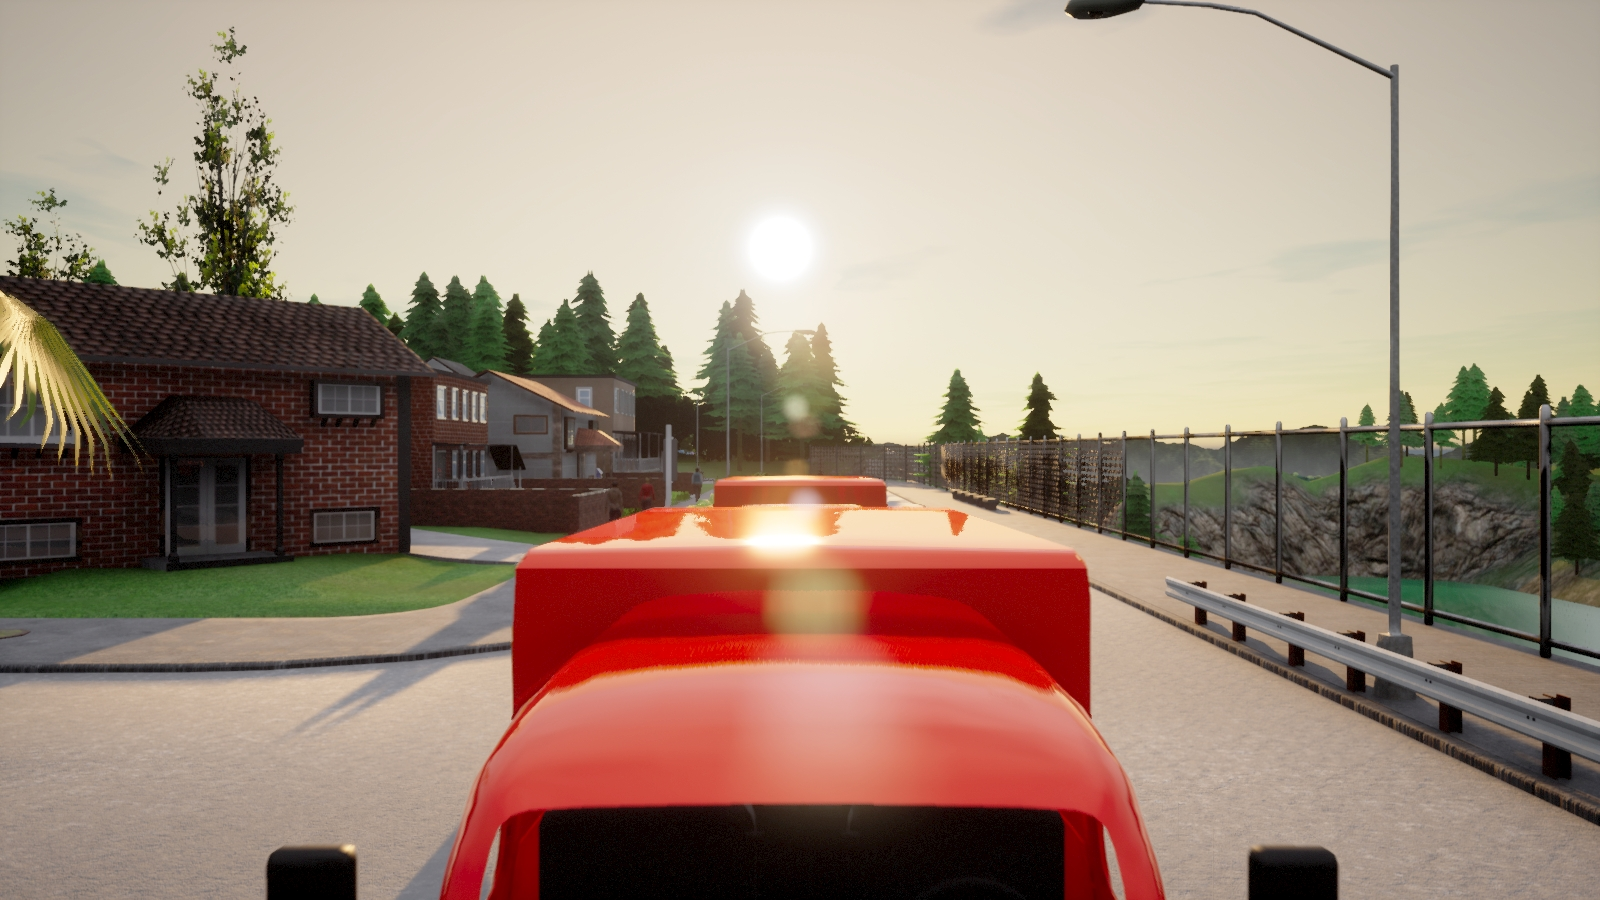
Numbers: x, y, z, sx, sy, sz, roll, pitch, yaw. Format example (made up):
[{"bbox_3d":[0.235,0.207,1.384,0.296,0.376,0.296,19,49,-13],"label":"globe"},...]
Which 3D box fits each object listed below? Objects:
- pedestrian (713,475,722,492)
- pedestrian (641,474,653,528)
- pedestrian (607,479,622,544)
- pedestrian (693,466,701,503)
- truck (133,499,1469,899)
[{"bbox_3d":[-5.293,2.152,73.271,0.500,1.100,0.500,0,0,0],"label":"pedestrian"},{"bbox_3d":[-5.293,1.761,39.455,0.375,1.860,0.375,0,0,0],"label":"pedestrian"},{"bbox_3d":[-5.304,1.759,32.696,0.375,1.860,0.375,0,0,0],"label":"pedestrian"},{"bbox_3d":[-5.292,1.769,58.821,0.375,1.860,0.375,0,0,0],"label":"pedestrian"},{"bbox_3d":[0.003,1.567,4.853,2.627,2.467,5.204,0,0,0],"label":"truck"}]
